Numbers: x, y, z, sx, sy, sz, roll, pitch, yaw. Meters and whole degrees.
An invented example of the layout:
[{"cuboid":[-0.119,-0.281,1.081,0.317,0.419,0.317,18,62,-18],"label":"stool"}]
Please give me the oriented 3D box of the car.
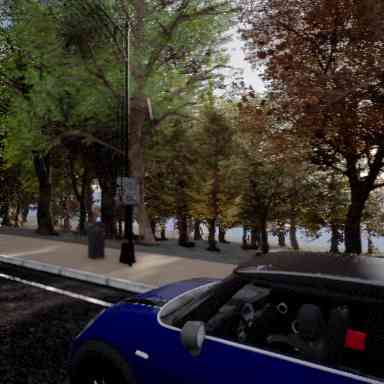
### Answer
[{"cuboid":[0.932,1.360,3.020,4.553,1.767,2.097,-1,0,35],"label":"car"}]
